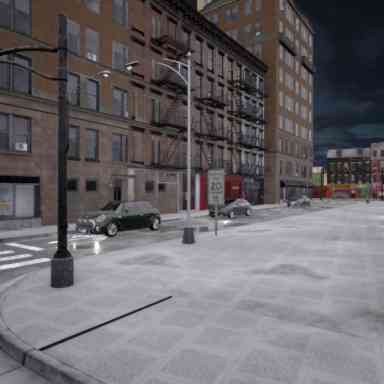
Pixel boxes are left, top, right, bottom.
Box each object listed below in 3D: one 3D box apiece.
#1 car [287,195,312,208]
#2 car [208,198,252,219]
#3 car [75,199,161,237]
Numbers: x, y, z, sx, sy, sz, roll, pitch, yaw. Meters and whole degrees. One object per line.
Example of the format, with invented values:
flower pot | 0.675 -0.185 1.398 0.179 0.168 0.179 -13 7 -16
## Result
car | 13.120 1.163 40.643 2.128 1.511 4.902 0 0 36
car | 3.163 1.286 26.867 1.837 1.490 4.892 0 0 36
car | -3.727 1.218 17.331 2.097 1.767 4.553 0 1 37
